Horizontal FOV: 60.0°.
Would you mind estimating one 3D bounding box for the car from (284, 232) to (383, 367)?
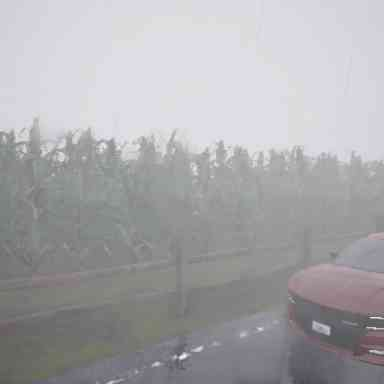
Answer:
[{"bbox_3d":[3.681,1.456,5.695,5.008,1.535,1.882,0,0,-35],"label":"car"}]
